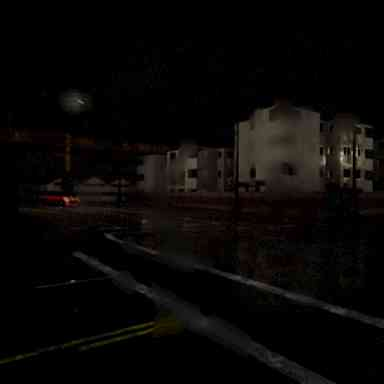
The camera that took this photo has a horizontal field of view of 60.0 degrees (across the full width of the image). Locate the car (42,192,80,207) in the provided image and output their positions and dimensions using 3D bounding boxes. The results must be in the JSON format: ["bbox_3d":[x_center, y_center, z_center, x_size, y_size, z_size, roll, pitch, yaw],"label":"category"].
[{"bbox_3d":[-14.851,0.771,37.829,4.553,1.767,2.097,2,0,31],"label":"car"}]
